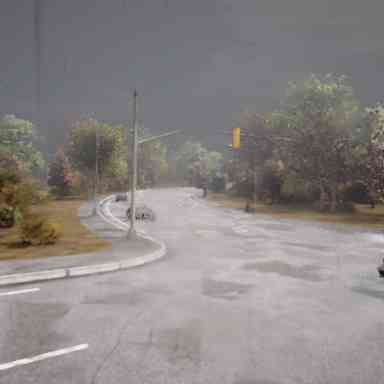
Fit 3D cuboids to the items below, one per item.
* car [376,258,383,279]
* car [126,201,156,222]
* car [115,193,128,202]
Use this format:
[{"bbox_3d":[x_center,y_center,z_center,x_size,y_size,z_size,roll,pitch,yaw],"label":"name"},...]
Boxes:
[{"bbox_3d":[6.677,1.746,6.520,2.033,1.411,5.357,2,-1,-32],"label":"car"},{"bbox_3d":[-4.436,1.753,28.536,1.994,1.385,4.181,2,0,-21],"label":"car"},{"bbox_3d":[-11.179,0.837,53.096,2.033,1.411,5.357,1,2,-10],"label":"car"}]
